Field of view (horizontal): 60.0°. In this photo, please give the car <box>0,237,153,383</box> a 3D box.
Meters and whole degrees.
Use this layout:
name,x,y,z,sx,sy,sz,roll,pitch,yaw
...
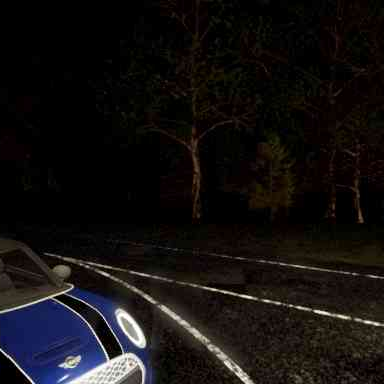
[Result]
name,x,y,z,sx,sy,sz,roll,pitch,yaw
car,-2.596,1.338,3.735,4.553,1.767,2.097,1,0,35
